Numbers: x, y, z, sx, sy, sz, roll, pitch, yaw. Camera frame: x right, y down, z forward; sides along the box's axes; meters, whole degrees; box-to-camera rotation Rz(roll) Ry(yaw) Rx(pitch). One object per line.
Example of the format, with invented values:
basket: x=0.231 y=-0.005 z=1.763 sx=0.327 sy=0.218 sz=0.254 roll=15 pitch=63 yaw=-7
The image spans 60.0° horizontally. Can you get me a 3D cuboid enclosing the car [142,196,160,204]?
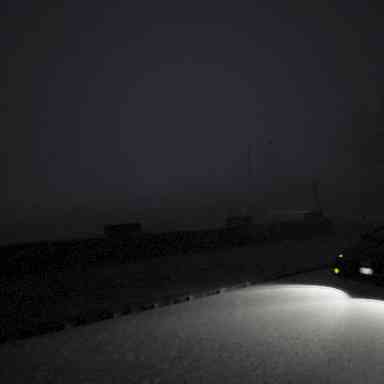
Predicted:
car: x=-8.129 y=1.478 z=65.481 sx=1.882 sy=1.535 sz=5.008 roll=0 pitch=0 yaw=-35

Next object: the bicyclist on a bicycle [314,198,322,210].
bicyclist on a bicycle: x=15.231 y=1.349 z=40.125 sx=1.656 sy=1.620 sz=0.582 roll=0 pitch=0 yaw=-35

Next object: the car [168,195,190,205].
car: x=-2.258 y=1.352 z=57.328 sx=2.097 sy=1.767 sz=4.553 roll=0 pitch=0 yaw=-35

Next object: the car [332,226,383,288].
car: x=5.468 y=1.564 z=8.504 sx=4.181 sy=1.385 sz=1.994 roll=0 pitch=0 yaw=-35
